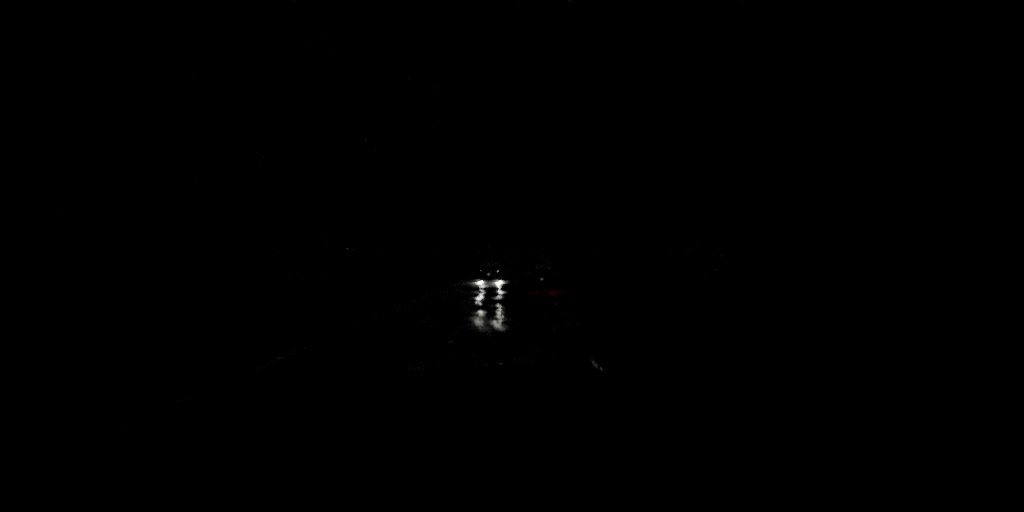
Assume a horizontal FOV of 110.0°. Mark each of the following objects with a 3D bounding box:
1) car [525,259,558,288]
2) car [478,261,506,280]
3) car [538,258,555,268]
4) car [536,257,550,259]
[{"bbox_3d":[1.869,1.146,22.785,1.882,1.535,5.008,0,0,4],"label":"car"},{"bbox_3d":[-1.576,1.149,30.098,1.812,1.442,4.674,0,0,6],"label":"car"},{"bbox_3d":[5.617,1.063,57.833,2.033,1.411,5.357,0,0,12],"label":"car"},{"bbox_3d":[3.143,1.070,43.419,2.128,1.511,4.902,0,0,10],"label":"car"}]
